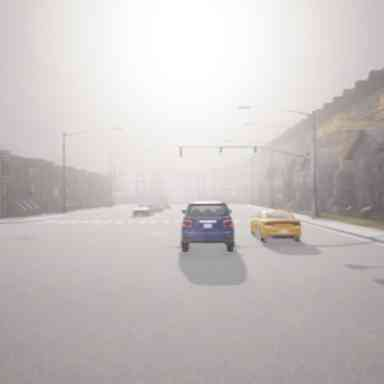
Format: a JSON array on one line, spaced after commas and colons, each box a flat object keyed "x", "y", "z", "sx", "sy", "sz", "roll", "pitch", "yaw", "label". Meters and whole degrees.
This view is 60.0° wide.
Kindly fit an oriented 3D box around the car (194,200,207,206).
[{"x": 1.931, "y": 2.477, "z": 77.075, "sx": 2.033, "sy": 1.411, "sz": 5.357, "roll": 0, "pitch": -1, "yaw": -12, "label": "car"}]

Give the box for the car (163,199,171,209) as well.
[{"x": -4.902, "y": 2.118, "z": 59.263, "sx": 2.097, "sy": 1.767, "sz": 4.553, "roll": 0, "pitch": -1, "yaw": 2, "label": "car"}]

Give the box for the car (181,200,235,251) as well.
[{"x": 0.691, "y": 1.406, "z": 15.271, "sx": 2.150, "sy": 2.045, "sz": 5.566, "roll": 0, "pitch": -1, "yaw": 2, "label": "car"}]

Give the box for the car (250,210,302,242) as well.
[{"x": 4.277, "y": 1.666, "z": 17.601, "sx": 1.882, "sy": 1.535, "sz": 5.008, "roll": 0, "pitch": -1, "yaw": 2, "label": "car"}]

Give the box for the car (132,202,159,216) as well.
[{"x": -5.658, "y": 2.074, "z": 39.345, "sx": 2.033, "sy": 1.411, "sz": 5.357, "roll": 0, "pitch": -1, "yaw": 2, "label": "car"}]

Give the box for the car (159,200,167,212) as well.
[{"x": -5.268, "y": 2.243, "z": 48.955, "sx": 1.895, "sy": 1.301, "sz": 4.718, "roll": 0, "pitch": -1, "yaw": 3, "label": "car"}]
